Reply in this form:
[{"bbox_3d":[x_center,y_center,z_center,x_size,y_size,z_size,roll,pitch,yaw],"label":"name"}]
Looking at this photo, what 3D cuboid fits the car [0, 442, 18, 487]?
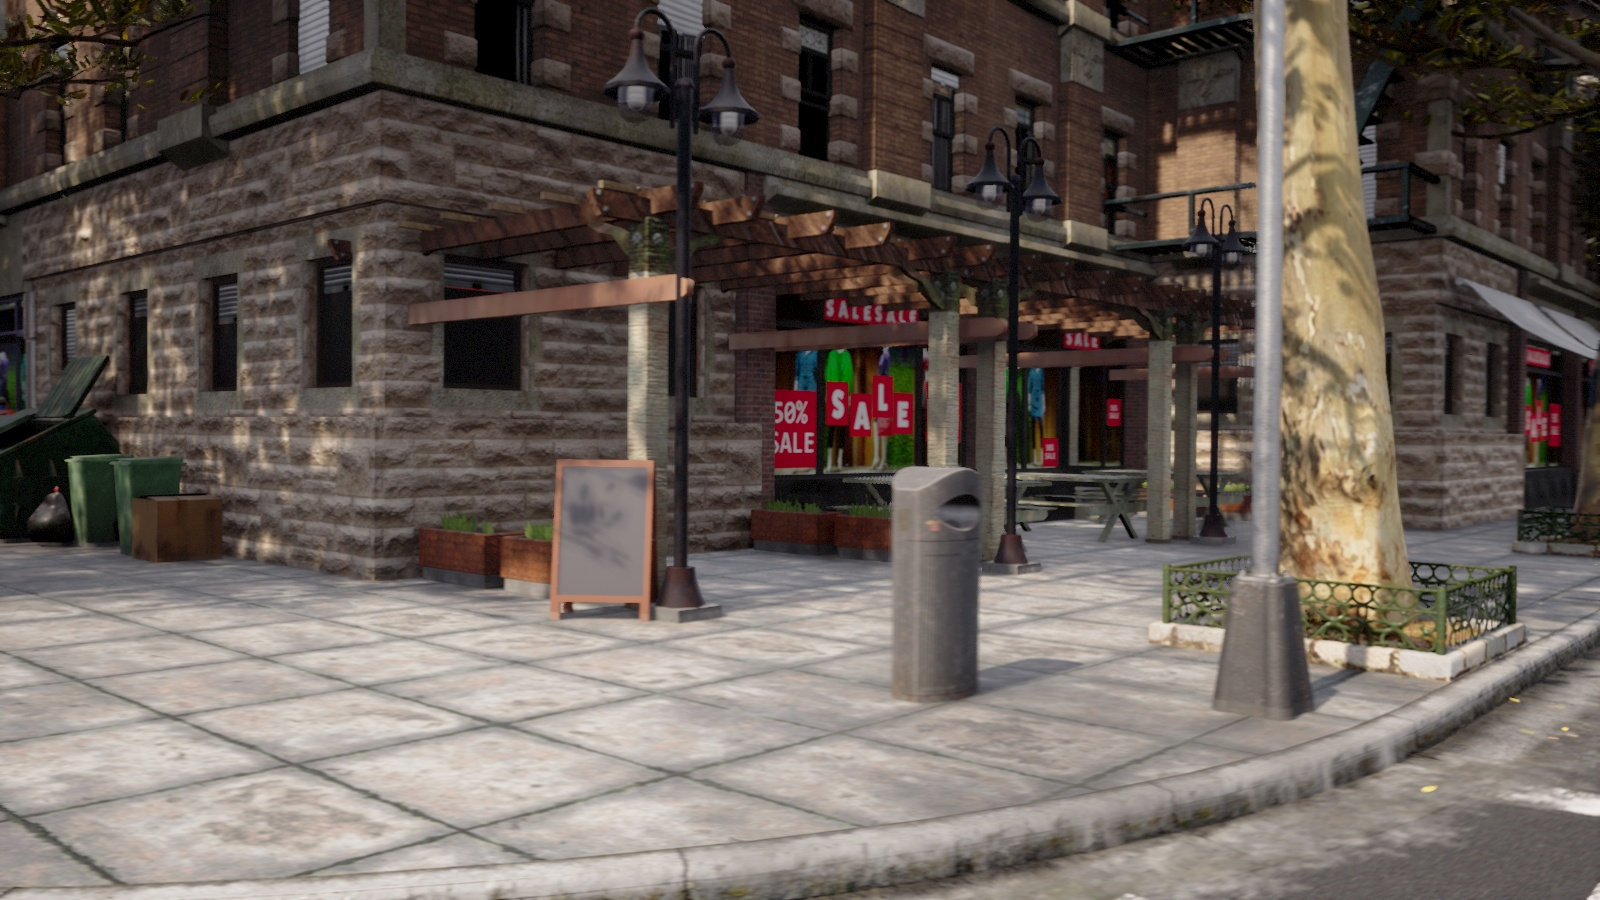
[{"bbox_3d":[-29.057,0.529,42.808,1.789,1.549,3.705,0,1,42],"label":"car"}]
